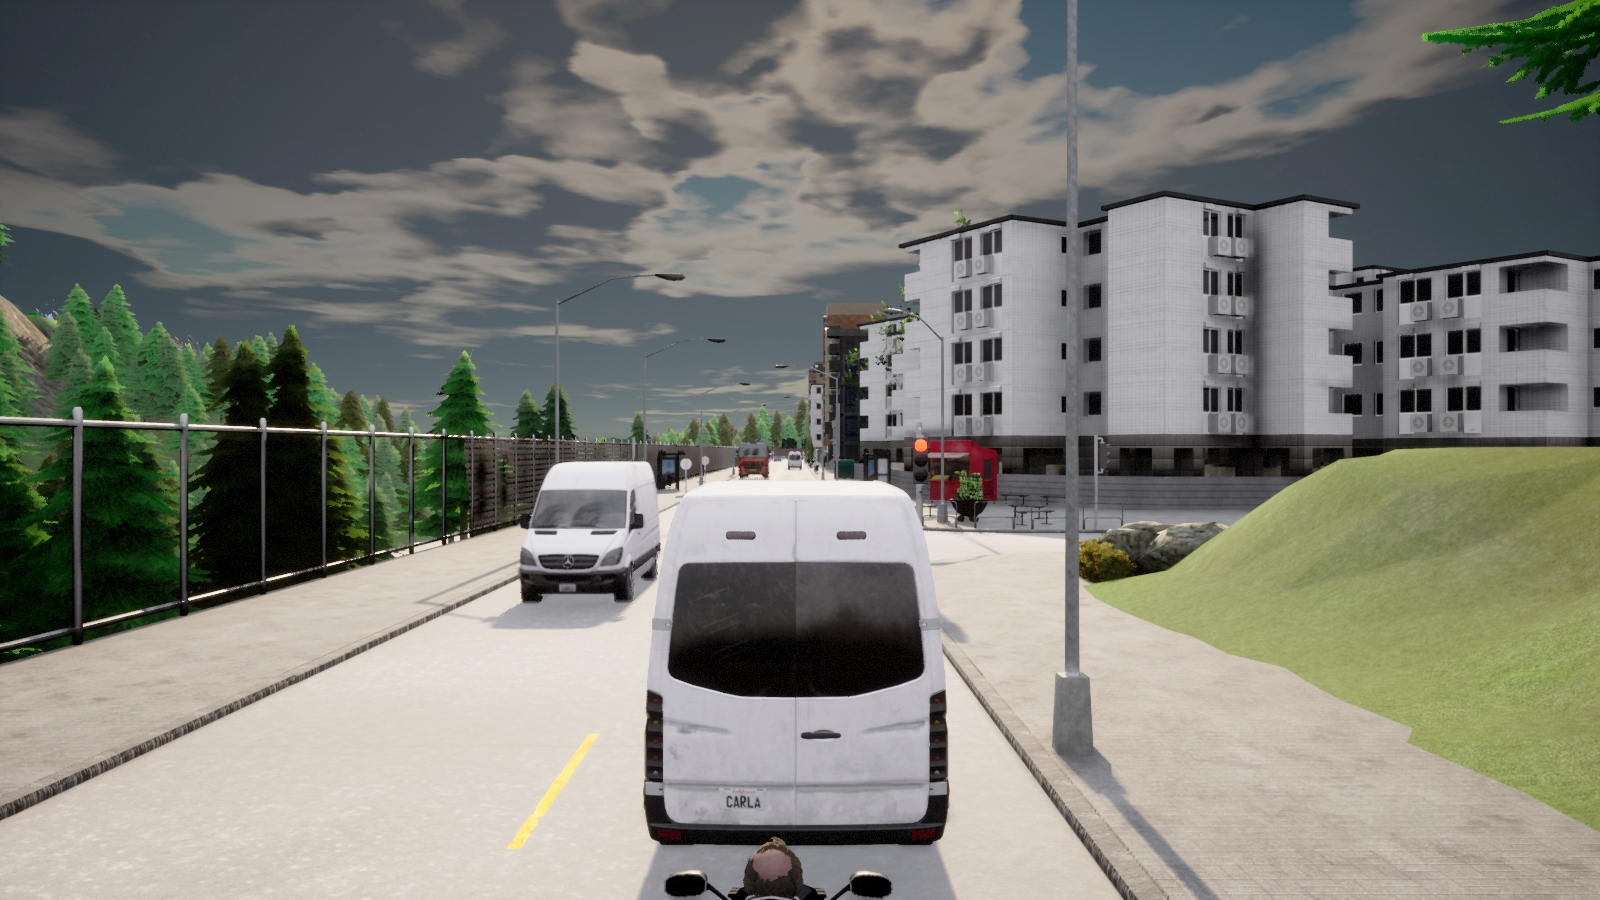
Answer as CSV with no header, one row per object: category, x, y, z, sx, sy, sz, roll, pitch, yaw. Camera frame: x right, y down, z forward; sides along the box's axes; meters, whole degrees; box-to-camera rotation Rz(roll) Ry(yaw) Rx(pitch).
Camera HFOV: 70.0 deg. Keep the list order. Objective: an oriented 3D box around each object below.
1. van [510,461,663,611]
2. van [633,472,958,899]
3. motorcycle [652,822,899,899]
van,-4.088,1.534,22.917,1.988,2.561,5.915,0,0,0
van,-0.034,1.534,9.946,1.988,2.561,5.915,0,0,0
motorcycle,-0.090,2.205,3.746,0.867,1.251,2.209,0,0,1
